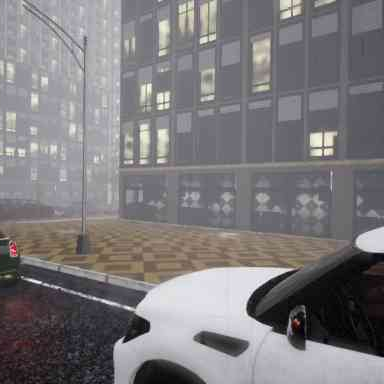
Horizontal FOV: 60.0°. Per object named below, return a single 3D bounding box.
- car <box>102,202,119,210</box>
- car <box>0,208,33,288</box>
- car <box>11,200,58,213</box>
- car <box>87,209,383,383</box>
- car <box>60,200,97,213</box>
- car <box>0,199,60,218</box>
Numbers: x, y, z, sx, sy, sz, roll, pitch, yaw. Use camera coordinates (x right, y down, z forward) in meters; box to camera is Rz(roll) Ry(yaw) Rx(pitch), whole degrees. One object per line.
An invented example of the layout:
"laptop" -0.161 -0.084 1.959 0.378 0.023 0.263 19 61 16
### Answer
"car" -8.336 1.830 39.387 1.752 1.417 4.829 1 0 36
"car" -6.157 1.348 8.049 4.553 1.767 2.097 0 0 35
"car" -18.632 1.643 39.534 1.752 1.417 4.829 1 0 36
"car" 1.919 1.222 2.313 5.566 2.045 2.150 0 0 36
"car" -14.327 1.739 41.000 2.033 1.411 5.357 1 0 37
"car" -15.119 1.519 30.164 2.192 1.841 5.009 1 0 36
